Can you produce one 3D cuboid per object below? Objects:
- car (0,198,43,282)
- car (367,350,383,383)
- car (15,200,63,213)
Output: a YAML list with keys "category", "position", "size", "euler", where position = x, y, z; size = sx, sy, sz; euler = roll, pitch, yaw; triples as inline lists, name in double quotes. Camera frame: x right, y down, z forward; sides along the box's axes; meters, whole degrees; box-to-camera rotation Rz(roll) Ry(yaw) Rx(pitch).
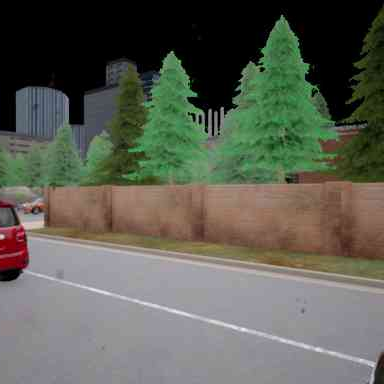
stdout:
- category: "car"
  position: [-6.420, 1.218, 8.540]
  size: [5.566, 2.045, 2.150]
  euler: [0, 0, 36]
- category: "car"
  position: [3.525, 1.491, 1.478]
  size: [4.902, 1.511, 2.128]
  euler: [0, 0, 36]
- category: "car"
  position: [-17.368, 1.590, 37.927]
  size: [1.895, 1.301, 4.718]
  euler: [0, 0, 35]
